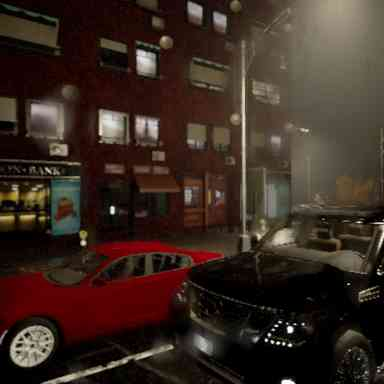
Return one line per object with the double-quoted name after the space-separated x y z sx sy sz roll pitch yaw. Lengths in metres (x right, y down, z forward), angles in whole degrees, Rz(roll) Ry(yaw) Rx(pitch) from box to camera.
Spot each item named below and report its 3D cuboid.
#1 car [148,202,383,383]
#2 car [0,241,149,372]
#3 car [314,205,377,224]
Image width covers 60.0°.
2.361 1.257 5.066 5.566 2.045 2.150 1 0 -36 "car"
-1.274 1.560 5.657 4.507 1.381 1.887 1 -1 -35 "car"
13.364 1.919 29.202 1.895 1.301 4.718 0 0 -35 "car"
